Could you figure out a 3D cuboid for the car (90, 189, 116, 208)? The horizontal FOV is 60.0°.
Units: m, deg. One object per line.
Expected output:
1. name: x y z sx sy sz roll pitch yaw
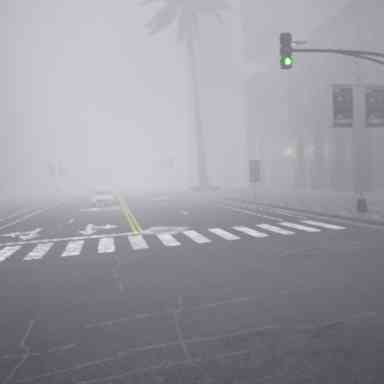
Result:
1. car: -7.737 0.503 29.012 1.812 1.442 4.674 -3 4 -14
